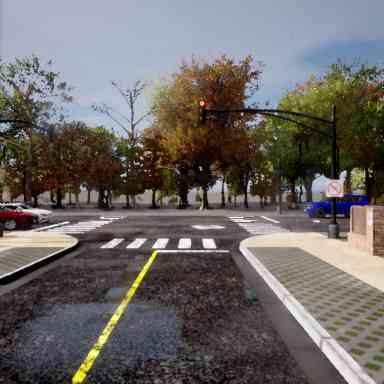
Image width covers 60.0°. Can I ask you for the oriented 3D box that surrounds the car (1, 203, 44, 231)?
[{"bbox_3d":[-11.815,1.432,19.685,5.008,1.535,1.882,0,0,0],"label":"car"}]

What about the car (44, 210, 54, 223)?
[{"bbox_3d":[-12.029,1.483,22.939,4.674,1.442,1.812,0,0,0],"label":"car"}]

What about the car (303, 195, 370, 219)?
[{"bbox_3d":[12.852,1.279,29.626,5.566,2.045,2.150,0,0,0],"label":"car"}]
